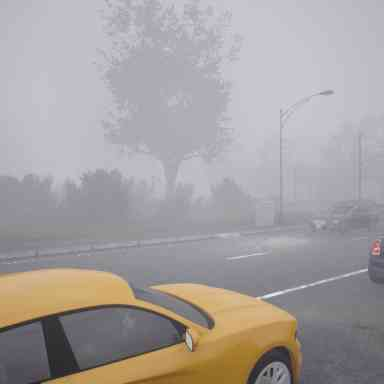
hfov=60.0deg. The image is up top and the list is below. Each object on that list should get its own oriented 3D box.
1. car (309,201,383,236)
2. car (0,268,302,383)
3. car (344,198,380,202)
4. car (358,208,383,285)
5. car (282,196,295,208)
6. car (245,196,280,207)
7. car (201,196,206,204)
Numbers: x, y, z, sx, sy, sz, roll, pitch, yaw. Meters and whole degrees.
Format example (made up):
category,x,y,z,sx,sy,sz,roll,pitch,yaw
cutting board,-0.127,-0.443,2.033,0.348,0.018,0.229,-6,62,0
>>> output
category,x,y,z,sx,sy,sz,roll,pitch,yaw
car,8.534,1.491,18.567,4.902,1.511,2.128,0,0,-35
car,-1.087,1.478,2.973,5.008,1.535,1.882,0,0,-35
car,17.022,1.491,33.997,2.128,1.511,4.902,0,0,-32
car,6.435,1.352,8.310,4.553,1.767,2.097,0,0,-35
car,12.521,1.346,47.702,2.097,1.767,4.553,0,0,-32
car,9.386,1.499,46.115,1.837,1.490,4.892,0,0,-32
car,3.407,1.413,61.777,1.882,1.535,5.008,0,0,-34
